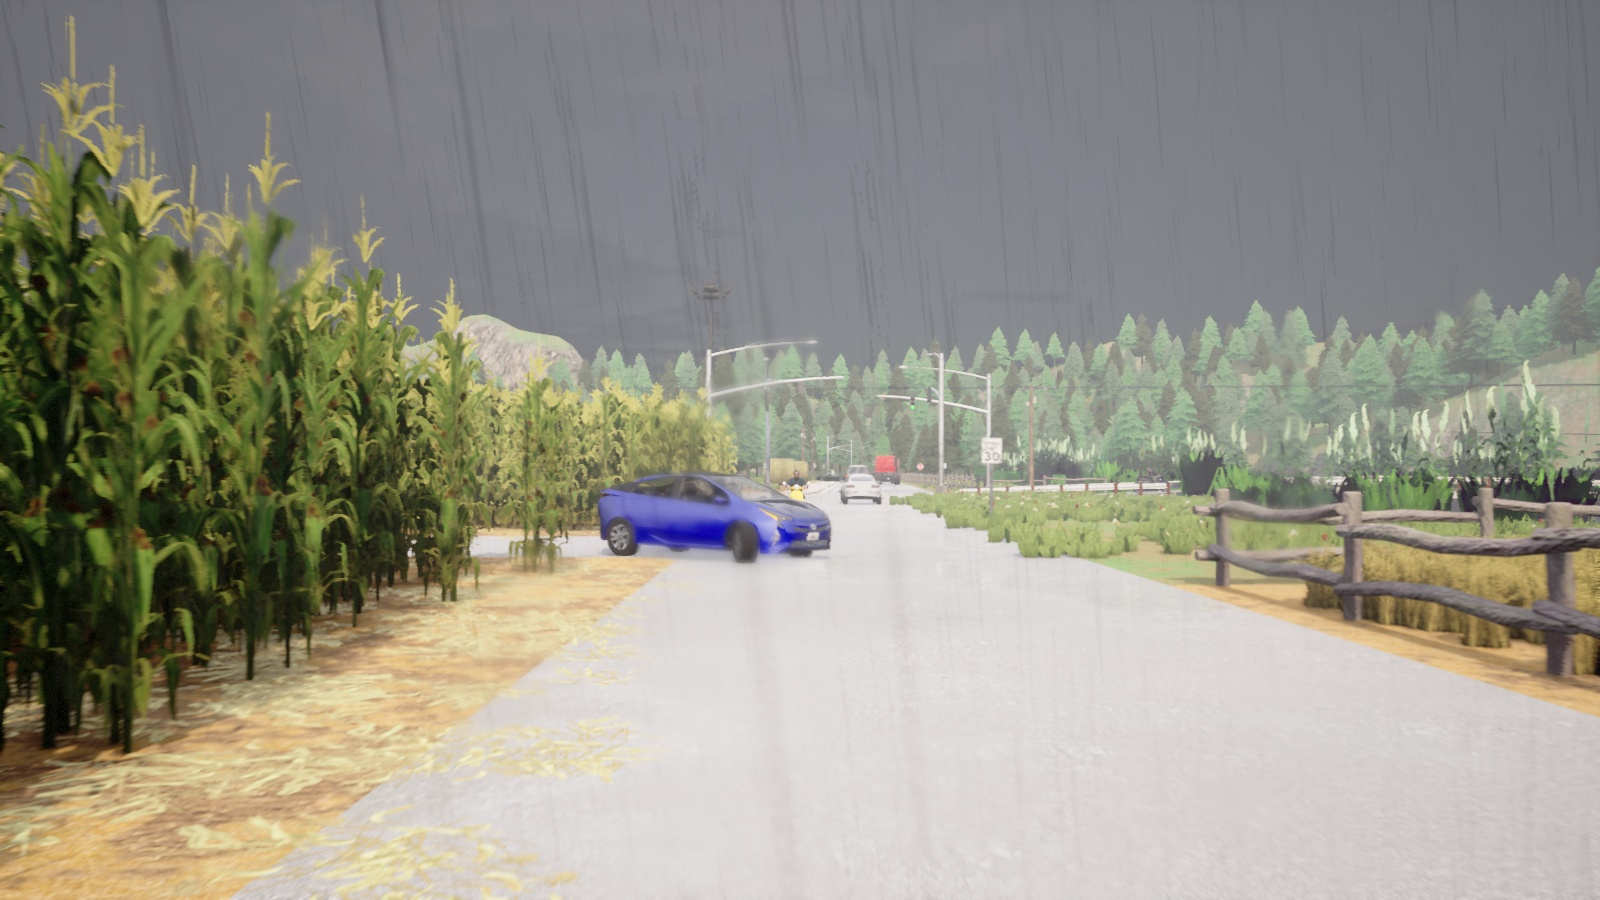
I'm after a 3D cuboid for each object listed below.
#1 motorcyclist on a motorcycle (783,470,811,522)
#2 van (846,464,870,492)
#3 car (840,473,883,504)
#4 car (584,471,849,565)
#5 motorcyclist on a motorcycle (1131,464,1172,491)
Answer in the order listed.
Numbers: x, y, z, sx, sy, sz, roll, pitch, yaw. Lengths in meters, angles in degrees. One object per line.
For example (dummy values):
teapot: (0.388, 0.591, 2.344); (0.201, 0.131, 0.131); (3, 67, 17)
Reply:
motorcyclist on a motorcycle: (-0.097, 1.430, 39.397); (0.866, 1.590, 1.817); (0, -1, 0)
van: (4.292, 2.079, 93.158); (1.775, 1.987, 4.442); (0, -1, 3)
car: (2.950, 1.853, 61.018); (1.812, 1.442, 4.674); (0, -1, 0)
car: (-1.553, 1.146, 22.547); (4.514, 1.525, 2.007); (-1, -1, 36)
motorcyclist on a motorcycle: (21.334, 1.674, 76.252); (2.191, 1.530, 0.866); (-3, -1, 5)
